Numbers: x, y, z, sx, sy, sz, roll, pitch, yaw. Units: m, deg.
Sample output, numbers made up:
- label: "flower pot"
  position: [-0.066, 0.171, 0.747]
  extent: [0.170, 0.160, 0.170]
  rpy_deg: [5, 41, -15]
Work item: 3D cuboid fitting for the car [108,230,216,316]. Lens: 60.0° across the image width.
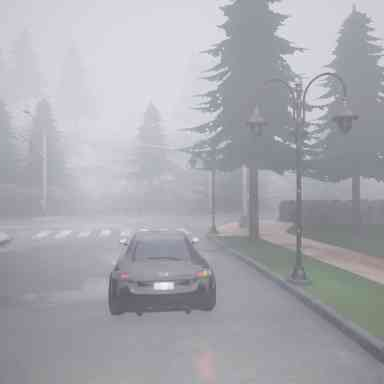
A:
- label: "car"
  position: [-0.724, 1.564, 7.634]
  extent: [1.994, 1.385, 4.181]
  rpy_deg: [0, 0, -7]
